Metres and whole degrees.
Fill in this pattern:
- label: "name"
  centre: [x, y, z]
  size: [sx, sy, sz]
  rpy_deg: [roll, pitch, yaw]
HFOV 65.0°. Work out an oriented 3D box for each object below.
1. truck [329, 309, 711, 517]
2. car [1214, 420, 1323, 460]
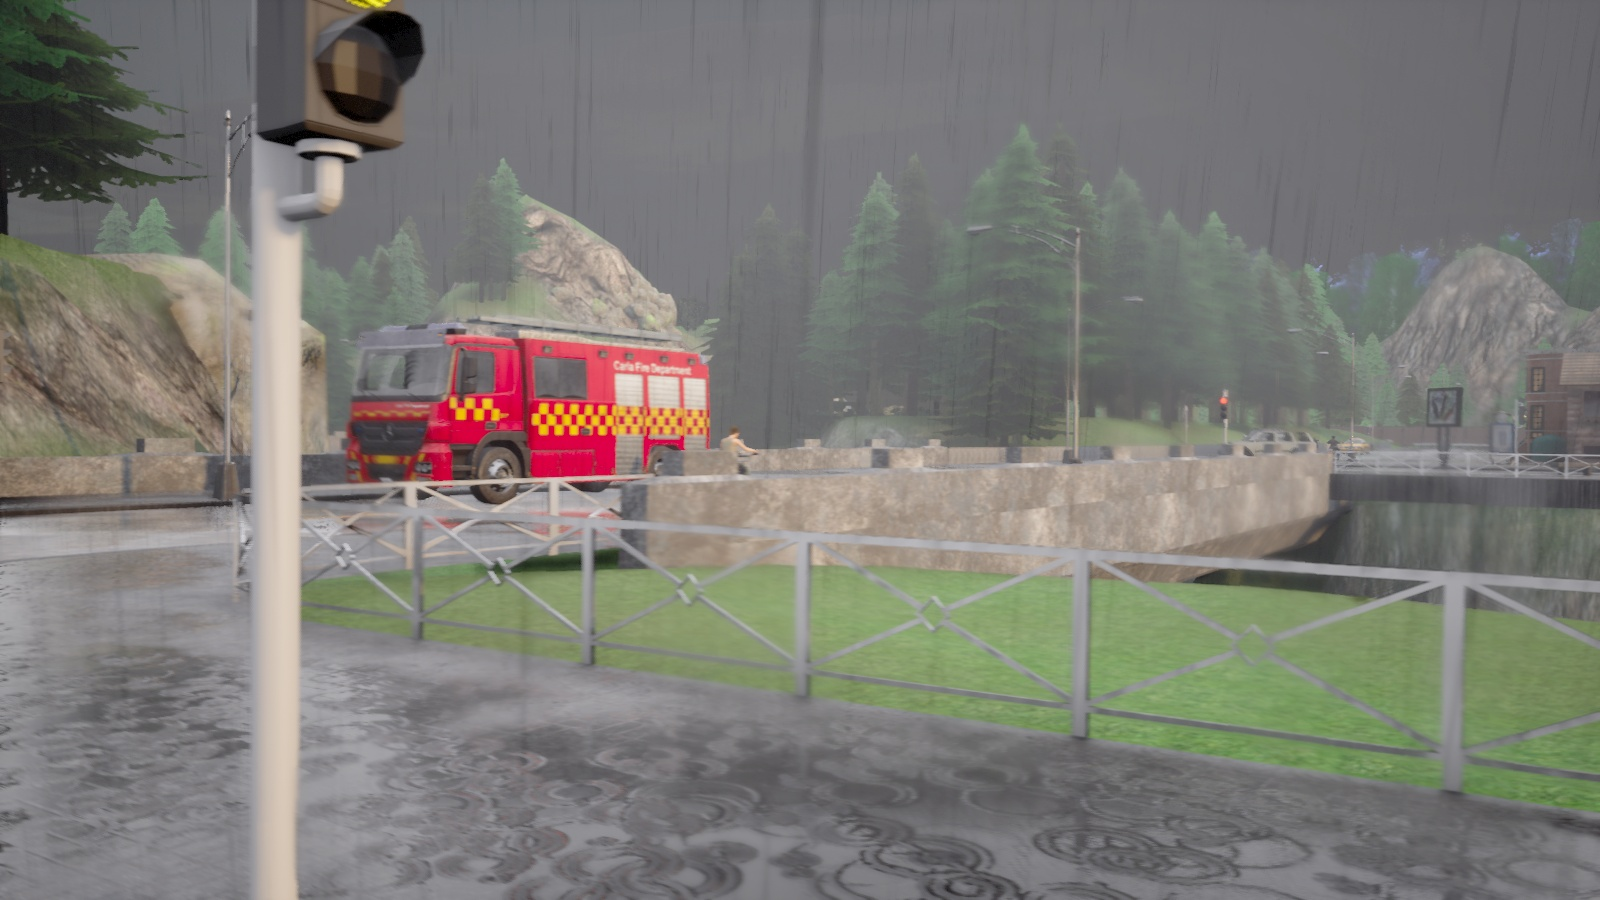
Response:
- label: "truck"
  centre: [-5.698, -0.756, 27.450]
  size: [2.891, 3.827, 8.468]
  rpy_deg: [0, 1, 34]
- label: "car"
  centre: [22.661, -0.489, 60.893]
  size: [4.605, 1.855, 1.932]
  rpy_deg: [0, 0, 6]
